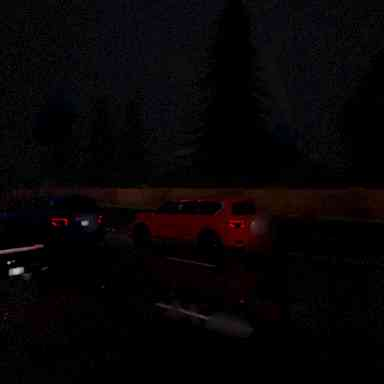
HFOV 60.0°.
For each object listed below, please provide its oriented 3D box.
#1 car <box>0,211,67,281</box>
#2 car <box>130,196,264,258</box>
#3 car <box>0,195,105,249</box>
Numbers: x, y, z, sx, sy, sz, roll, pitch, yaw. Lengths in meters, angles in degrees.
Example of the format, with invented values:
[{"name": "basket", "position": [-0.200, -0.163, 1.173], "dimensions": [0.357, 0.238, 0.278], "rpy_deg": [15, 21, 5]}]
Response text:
[{"name": "car", "position": [-5.565, 1.428, 8.504], "dimensions": [4.902, 1.511, 2.128], "rpy_deg": [1, 0, 39]}, {"name": "car", "position": [0.024, 1.184, 12.939], "dimensions": [5.566, 2.045, 2.150], "rpy_deg": [0, 0, 39]}, {"name": "car", "position": [-5.713, 1.143, 13.174], "dimensions": [5.566, 2.045, 2.150], "rpy_deg": [1, 0, 41]}]
